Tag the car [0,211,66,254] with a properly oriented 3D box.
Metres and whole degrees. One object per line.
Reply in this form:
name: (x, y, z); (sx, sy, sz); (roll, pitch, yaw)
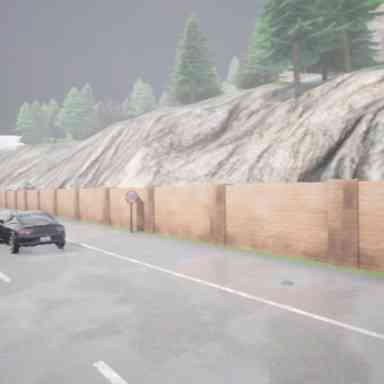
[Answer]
car: (-6.604, 1.491, 13.513); (1.812, 1.442, 4.674); (-1, 1, -39)
